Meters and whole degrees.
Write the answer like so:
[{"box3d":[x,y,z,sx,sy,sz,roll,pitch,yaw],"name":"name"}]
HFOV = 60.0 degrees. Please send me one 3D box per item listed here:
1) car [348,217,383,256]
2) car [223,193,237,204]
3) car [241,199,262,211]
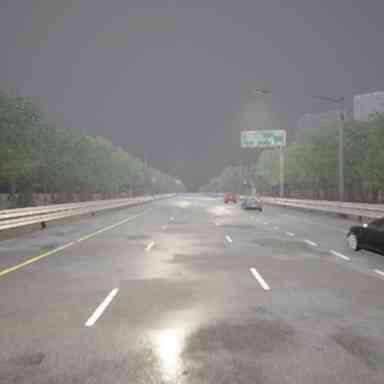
[{"box3d":[7.002,1.496,10.989,1.882,1.535,5.008,0,0,0],"name":"car"},{"box3d":[7.157,1.180,63.147,2.150,2.045,5.566,0,0,0],"name":"car"},{"box3d":[7.073,1.547,39.951,1.994,1.385,4.181,0,0,0],"name":"car"}]
